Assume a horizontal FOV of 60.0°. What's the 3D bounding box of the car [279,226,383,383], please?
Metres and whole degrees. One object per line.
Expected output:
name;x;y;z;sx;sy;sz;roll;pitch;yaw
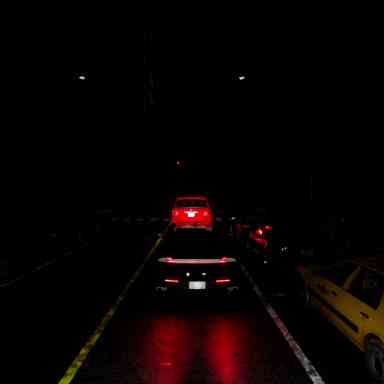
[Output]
car;2.861;1.524;4.908;1.752;1.417;4.829;-1;0;0

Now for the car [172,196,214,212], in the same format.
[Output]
car;0.047;1.214;18.843;2.150;2.045;5.566;0;0;2

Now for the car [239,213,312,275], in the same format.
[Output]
car;2.855;1.562;10.325;1.947;1.339;4.313;-1;0;0

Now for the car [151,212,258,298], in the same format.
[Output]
car;0.090;1.489;8.495;2.128;1.511;4.902;0;0;0

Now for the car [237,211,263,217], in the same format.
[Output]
car;2.850;1.576;15.910;1.802;1.307;4.206;-1;0;0

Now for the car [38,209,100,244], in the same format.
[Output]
car;-5.696;1.539;15.898;1.887;1.381;4.507;-1;0;0
